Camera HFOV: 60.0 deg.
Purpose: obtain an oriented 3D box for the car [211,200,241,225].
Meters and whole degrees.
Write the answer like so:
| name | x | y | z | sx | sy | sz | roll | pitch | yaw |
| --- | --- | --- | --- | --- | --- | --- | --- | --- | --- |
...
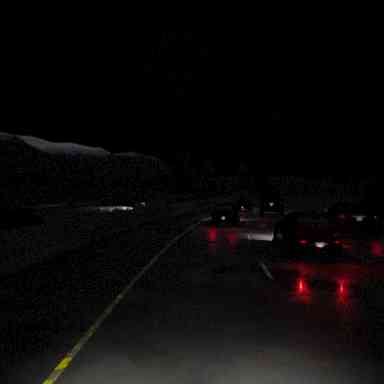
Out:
| name | x | y | z | sx | sy | sz | roll | pitch | yaw |
| --- | --- | --- | --- | --- | --- | --- | --- | --- | --- |
| car | 2.454 | 1.539 | 24.264 | 1.812 | 1.442 | 4.674 | 0 | 0 | 9 |

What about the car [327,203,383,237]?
| name | x | y | z | sx | sy | sz | roll | pitch | yaw |
| --- | --- | --- | --- | --- | --- | --- | --- | --- | --- |
| car | 8.632 | 1.377 | 18.656 | 2.097 | 1.767 | 4.553 | 0 | 0 | 8 |

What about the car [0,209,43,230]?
| name | x | y | z | sx | sy | sz | roll | pitch | yaw |
| --- | --- | --- | --- | --- | --- | --- | --- | --- | --- |
| car | -9.435 | 1.548 | 16.826 | 1.994 | 1.385 | 4.181 | 0 | 0 | 7 |

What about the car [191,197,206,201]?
| name | x | y | z | sx | sy | sz | roll | pitch | yaw |
| --- | --- | --- | --- | --- | --- | --- | --- | --- | --- |
| car | 0.940 | 1.568 | 56.915 | 2.033 | 1.411 | 5.357 | 0 | 0 | 23 |

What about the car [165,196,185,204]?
| name | x | y | z | sx | sy | sz | roll | pitch | yaw |
| --- | --- | --- | --- | --- | --- | --- | --- | --- | --- |
| car | -2.867 | 1.489 | 56.806 | 1.882 | 1.535 | 5.008 | 0 | 0 | 22 |

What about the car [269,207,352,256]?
| name | x | y | z | sx | sy | sz | roll | pitch | yaw |
| --- | --- | --- | --- | --- | --- | --- | --- | --- | --- |
| car | 4.405 | 1.540 | 13.127 | 1.812 | 1.442 | 4.674 | 0 | 0 | 6 |

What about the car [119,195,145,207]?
| name | x | y | z | sx | sy | sz | roll | pitch | yaw |
| --- | --- | --- | --- | --- | --- | --- | --- | --- | --- |
| car | -8.813 | 1.561 | 50.801 | 1.994 | 1.385 | 4.181 | 0 | 0 | 19 |

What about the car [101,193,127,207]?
| name | x | y | z | sx | sy | sz | roll | pitch | yaw |
| --- | --- | --- | --- | --- | --- | --- | --- | --- | --- |
| car | -11.991 | 1.212 | 52.391 | 2.150 | 2.045 | 5.566 | 0 | 0 | 19 |

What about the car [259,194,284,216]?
| name | x | y | z | sx | sy | sz | roll | pitch | yaw |
| --- | --- | --- | --- | --- | --- | --- | --- | --- | --- |
| car | 7.832 | 1.250 | 32.706 | 2.150 | 2.045 | 5.566 | 0 | 0 | 14 |

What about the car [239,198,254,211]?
| name | x | y | z | sx | sy | sz | roll | pitch | yaw |
| --- | --- | --- | --- | --- | --- | --- | --- | --- | --- |
| car | 6.504 | 1.531 | 40.757 | 1.837 | 1.490 | 4.892 | 0 | 0 | 17 |
